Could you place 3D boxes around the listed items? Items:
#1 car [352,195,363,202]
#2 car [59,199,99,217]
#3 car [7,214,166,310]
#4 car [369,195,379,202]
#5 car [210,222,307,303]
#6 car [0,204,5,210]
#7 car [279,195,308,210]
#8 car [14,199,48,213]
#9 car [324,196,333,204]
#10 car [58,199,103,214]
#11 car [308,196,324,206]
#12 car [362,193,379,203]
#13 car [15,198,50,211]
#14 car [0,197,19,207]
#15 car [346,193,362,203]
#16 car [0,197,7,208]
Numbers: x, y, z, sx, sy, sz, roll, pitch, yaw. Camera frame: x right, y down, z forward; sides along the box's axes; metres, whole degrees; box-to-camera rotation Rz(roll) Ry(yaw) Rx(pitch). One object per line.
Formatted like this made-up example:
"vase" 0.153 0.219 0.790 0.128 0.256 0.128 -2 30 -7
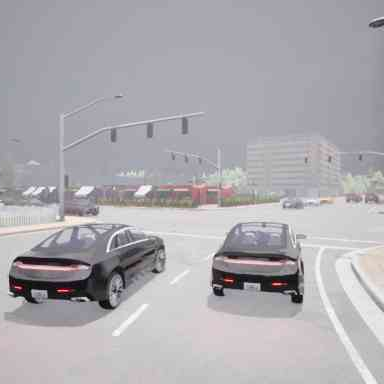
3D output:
"car" 39.622 1.540 79.484 2.033 1.411 5.357 0 0 32
"car" -11.037 1.619 32.438 4.181 1.385 1.994 0 0 32
"car" -2.045 1.492 7.936 2.128 1.511 4.902 0 0 12
"car" 42.386 1.524 77.296 1.812 1.442 4.674 0 0 32
"car" 1.773 1.492 8.318 2.128 1.511 4.902 0 0 17
"car" -25.948 1.277 41.776 5.566 2.045 2.150 0 0 32
"car" 13.153 1.490 43.291 2.128 1.511 4.902 0 0 32
"car" -18.155 1.619 36.906 4.181 1.385 1.994 0 0 32
"car" 25.602 1.477 63.385 1.882 1.535 5.008 0 0 32
"car" -12.602 1.547 37.563 4.902 1.511 2.128 0 0 32
"car" 19.567 1.525 53.700 1.812 1.442 4.674 0 0 32
"car" 36.842 1.225 68.278 2.150 2.045 5.566 0 0 32
"car" -20.408 1.581 42.446 4.674 1.442 1.812 0 0 32
"car" -29.898 1.603 52.734 5.357 1.411 2.033 0 0 32
"car" 34.053 1.225 70.425 2.150 2.045 5.566 0 0 32
"car" -28.957 1.533 47.794 5.008 1.535 1.882 0 0 32
